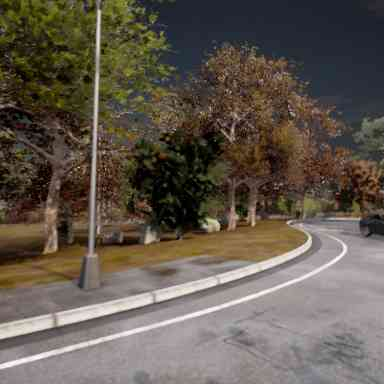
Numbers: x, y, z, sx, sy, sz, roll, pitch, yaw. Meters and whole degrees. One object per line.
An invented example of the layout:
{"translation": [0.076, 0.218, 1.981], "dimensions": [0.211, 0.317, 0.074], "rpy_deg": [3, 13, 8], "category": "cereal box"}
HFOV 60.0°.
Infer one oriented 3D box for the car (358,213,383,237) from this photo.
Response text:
{"translation": [11.616, 1.972, 18.833], "dimensions": [1.837, 1.490, 4.892], "rpy_deg": [1, 0, -11], "category": "car"}
